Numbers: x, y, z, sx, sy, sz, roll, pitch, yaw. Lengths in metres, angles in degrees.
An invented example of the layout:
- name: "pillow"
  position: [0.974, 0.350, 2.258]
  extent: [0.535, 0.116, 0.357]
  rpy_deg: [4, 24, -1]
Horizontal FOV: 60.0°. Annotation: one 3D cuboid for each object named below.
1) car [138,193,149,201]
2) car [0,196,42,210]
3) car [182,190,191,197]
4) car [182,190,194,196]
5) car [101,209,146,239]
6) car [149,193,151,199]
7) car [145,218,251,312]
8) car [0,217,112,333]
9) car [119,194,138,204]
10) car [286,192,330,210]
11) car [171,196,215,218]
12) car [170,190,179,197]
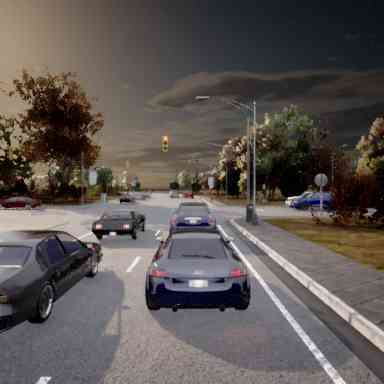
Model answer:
- name: "car"
  position: [-10.804, 1.049, 69.066]
  extent: [2.128, 1.511, 4.902]
  rpy_deg: [0, 1, -1]
- name: "car"
  position: [-20.254, 1.239, 38.758]
  extent: [5.008, 1.535, 1.882]
  rpy_deg: [0, 1, -5]
- name: "car"
  position: [-1.589, 0.393, 94.123]
  extent: [2.097, 1.767, 4.553]
  rpy_deg: [0, 1, -7]
- name: "car"
  position: [-0.772, 0.566, 83.475]
  extent: [2.150, 2.045, 5.566]
  rpy_deg: [0, 1, -4]
- name: "car"
  position: [-3.477, 1.518, 16.711]
  extent: [1.895, 1.301, 4.718]
  rpy_deg: [0, 0, -1]
- name: "car"
  position: [-11.291, 0.939, 83.491]
  extent: [1.895, 1.301, 4.718]
  rpy_deg: [0, 1, -3]
- name: "car"
  position: [0.081, 1.541, 7.755]
  extent: [1.994, 1.385, 4.181]
  rpy_deg: [0, 0, -1]
- name: "car"
  position: [-3.417, 1.528, 7.067]
  extent: [2.033, 1.411, 5.357]
  rpy_deg: [0, 0, -1]
- name: "car"
  position: [-10.792, 1.246, 55.321]
  extent: [1.895, 1.301, 4.718]
  rpy_deg: [0, 0, 0]
- name: "car"
  position: [14.021, 0.993, 37.455]
  extent: [5.566, 2.045, 2.150]
  rpy_deg: [0, 0, -3]
- name: "car"
  position: [0.044, 1.271, 16.389]
  extent: [2.097, 1.767, 4.553]
  rpy_deg: [0, 0, 0]
- name: "car"
  position: [-4.320, 0.886, 84.154]
  extent: [1.994, 1.385, 4.181]
  rpy_deg: [0, 1, -4]
